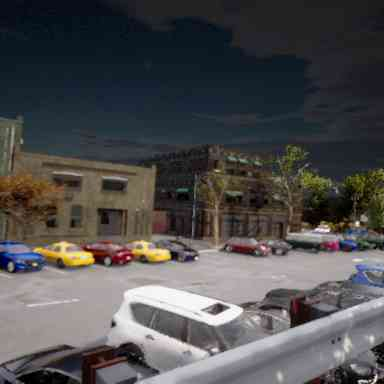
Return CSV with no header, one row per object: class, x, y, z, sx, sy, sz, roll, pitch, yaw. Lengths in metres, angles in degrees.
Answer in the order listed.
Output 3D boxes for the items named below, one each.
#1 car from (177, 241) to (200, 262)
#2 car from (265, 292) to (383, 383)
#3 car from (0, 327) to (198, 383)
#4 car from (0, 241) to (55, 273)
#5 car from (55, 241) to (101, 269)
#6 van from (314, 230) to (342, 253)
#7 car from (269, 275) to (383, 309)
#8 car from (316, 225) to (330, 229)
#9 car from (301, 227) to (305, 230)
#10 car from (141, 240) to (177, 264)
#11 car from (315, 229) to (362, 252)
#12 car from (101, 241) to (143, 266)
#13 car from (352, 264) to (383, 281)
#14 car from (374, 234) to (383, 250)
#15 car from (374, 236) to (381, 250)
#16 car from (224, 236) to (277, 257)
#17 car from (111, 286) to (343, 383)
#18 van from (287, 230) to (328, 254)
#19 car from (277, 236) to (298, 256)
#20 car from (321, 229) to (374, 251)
car,-1.581,4.806,27.691,4.792,1.488,2.163,1,-4,34
car,2.801,4.292,10.010,4.892,1.521,2.231,3,-2,34
car,-2.118,3.883,6.486,4.792,1.488,2.163,3,-2,34
car,-11.190,3.921,20.797,5.008,1.535,2.097,1,-4,34
car,-8.948,4.129,22.625,5.366,1.575,1.946,1,-3,34
van,15.070,6.042,39.849,4.442,1.987,1.878,1,-3,34
car,5.240,4.258,11.786,5.566,2.045,2.435,3,-2,34
car,26.393,7.826,67.191,2.435,2.045,5.566,2,-2,36
car,23.101,8.096,72.320,1.946,1.575,5.366,1,-3,36
car,-4.158,4.556,26.074,5.366,1.575,1.946,1,-3,34
car,17.591,6.232,41.503,5.566,2.045,2.435,1,-4,34
car,-6.392,4.349,24.255,5.008,1.535,2.097,1,-3,34
car,10.182,4.696,15.271,5.566,2.045,2.435,3,-2,34
car,24.723,6.868,46.693,5.566,2.045,2.435,1,-3,34
car,22.369,6.938,44.947,4.792,1.488,2.163,1,-4,34
car,5.560,5.291,32.901,4.553,1.767,2.185,1,-4,34
car,0.398,3.823,8.222,5.566,2.045,2.435,3,-2,34
van,12.675,5.829,38.125,4.442,1.987,1.878,1,-3,34
car,7.979,5.632,34.604,4.892,1.521,2.231,1,-3,34
car,19.987,6.445,43.226,5.566,2.045,2.435,1,-4,34
